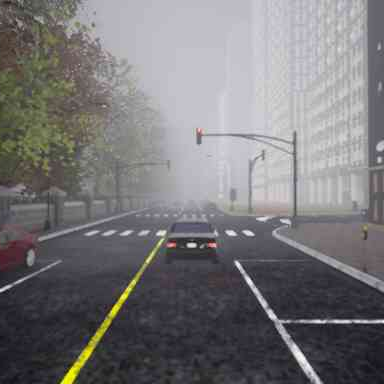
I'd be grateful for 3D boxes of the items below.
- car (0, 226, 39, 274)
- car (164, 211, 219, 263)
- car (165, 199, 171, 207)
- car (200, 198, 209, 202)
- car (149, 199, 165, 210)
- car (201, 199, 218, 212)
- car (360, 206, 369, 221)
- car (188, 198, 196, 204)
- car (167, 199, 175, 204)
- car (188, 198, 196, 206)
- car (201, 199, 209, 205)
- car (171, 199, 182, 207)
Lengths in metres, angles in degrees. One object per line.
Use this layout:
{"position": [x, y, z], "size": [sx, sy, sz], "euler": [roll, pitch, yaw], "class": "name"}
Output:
{"position": [-5.823, 1.636, 9.018], "size": [1.887, 1.381, 4.507], "euler": [0, -1, 0], "class": "car"}
{"position": [0.003, 1.675, 12.524], "size": [2.033, 1.411, 5.357], "euler": [0, -1, 0], "class": "car"}
{"position": [-5.721, 2.113, 63.833], "size": [1.967, 1.590, 4.097], "euler": [0, -1, 0], "class": "car"}
{"position": [2.664, 2.115, 52.571], "size": [1.947, 1.339, 4.313], "euler": [0, -1, 0], "class": "car"}
{"position": [-5.716, 2.131, 52.567], "size": [1.802, 1.307, 4.206], "euler": [0, -1, 0], "class": "car"}
{"position": [2.667, 2.054, 46.939], "size": [1.947, 1.339, 4.313], "euler": [0, -1, 0], "class": "car"}
{"position": [14.660, 1.523, 24.358], "size": [4.313, 1.339, 1.947], "euler": [-1, 0, 0], "class": "car"}
{"position": [-0.043, 2.320, 84.223], "size": [2.033, 1.411, 5.357], "euler": [0, -1, 0], "class": "car"}
{"position": [-5.736, 2.540, 91.991], "size": [1.887, 1.381, 4.507], "euler": [0, -1, 0], "class": "car"}
{"position": [-0.039, 2.312, 74.639], "size": [1.812, 1.442, 4.674], "euler": [0, -1, 0], "class": "car"}
{"position": [3.107, 2.408, 82.249], "size": [1.812, 1.442, 4.674], "euler": [0, -1, 0], "class": "car"}
{"position": [-3.045, 2.268, 67.219], "size": [1.994, 1.385, 4.181], "euler": [0, -1, 0], "class": "car"}
